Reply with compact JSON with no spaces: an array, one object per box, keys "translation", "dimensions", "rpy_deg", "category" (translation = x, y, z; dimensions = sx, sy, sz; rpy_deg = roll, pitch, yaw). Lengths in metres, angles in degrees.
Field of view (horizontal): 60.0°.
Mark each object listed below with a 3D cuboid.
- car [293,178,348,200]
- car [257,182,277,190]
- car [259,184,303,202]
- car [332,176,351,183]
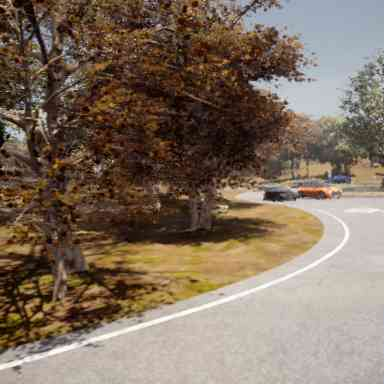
[{"translation":[12.710,-0.211,33.265],"dimensions":[2.097,1.767,4.553],"rpy_deg":[-4,3,-22],"category":"car"},{"translation":[12.693,-0.893,54.795],"dimensions":[1.895,1.301,4.718],"rpy_deg":[-1,4,43],"category":"car"},{"translation":[8.924,0.208,33.794],"dimensions":[1.994,1.385,4.181],"rpy_deg":[-4,3,-14],"category":"car"},{"translation":[27.142,-2.260,62.270],"dimensions":[5.008,1.535,1.882],"rpy_deg":[-3,2,-5],"category":"car"}]
